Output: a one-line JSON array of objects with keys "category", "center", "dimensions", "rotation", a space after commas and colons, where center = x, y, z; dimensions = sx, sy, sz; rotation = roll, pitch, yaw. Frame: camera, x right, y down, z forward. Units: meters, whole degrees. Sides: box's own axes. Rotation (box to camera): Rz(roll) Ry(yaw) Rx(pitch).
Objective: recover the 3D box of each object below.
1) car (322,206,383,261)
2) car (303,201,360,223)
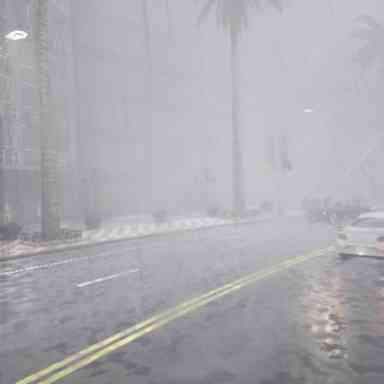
[{"category": "car", "center": [6.121, 1.302, 10.420], "dimensions": [4.674, 1.442, 1.812], "rotation": [-2, -1, -44]}, {"category": "car", "center": [9.529, 1.289, 21.900], "dimensions": [4.718, 1.301, 1.895], "rotation": [-2, 0, -30]}]
